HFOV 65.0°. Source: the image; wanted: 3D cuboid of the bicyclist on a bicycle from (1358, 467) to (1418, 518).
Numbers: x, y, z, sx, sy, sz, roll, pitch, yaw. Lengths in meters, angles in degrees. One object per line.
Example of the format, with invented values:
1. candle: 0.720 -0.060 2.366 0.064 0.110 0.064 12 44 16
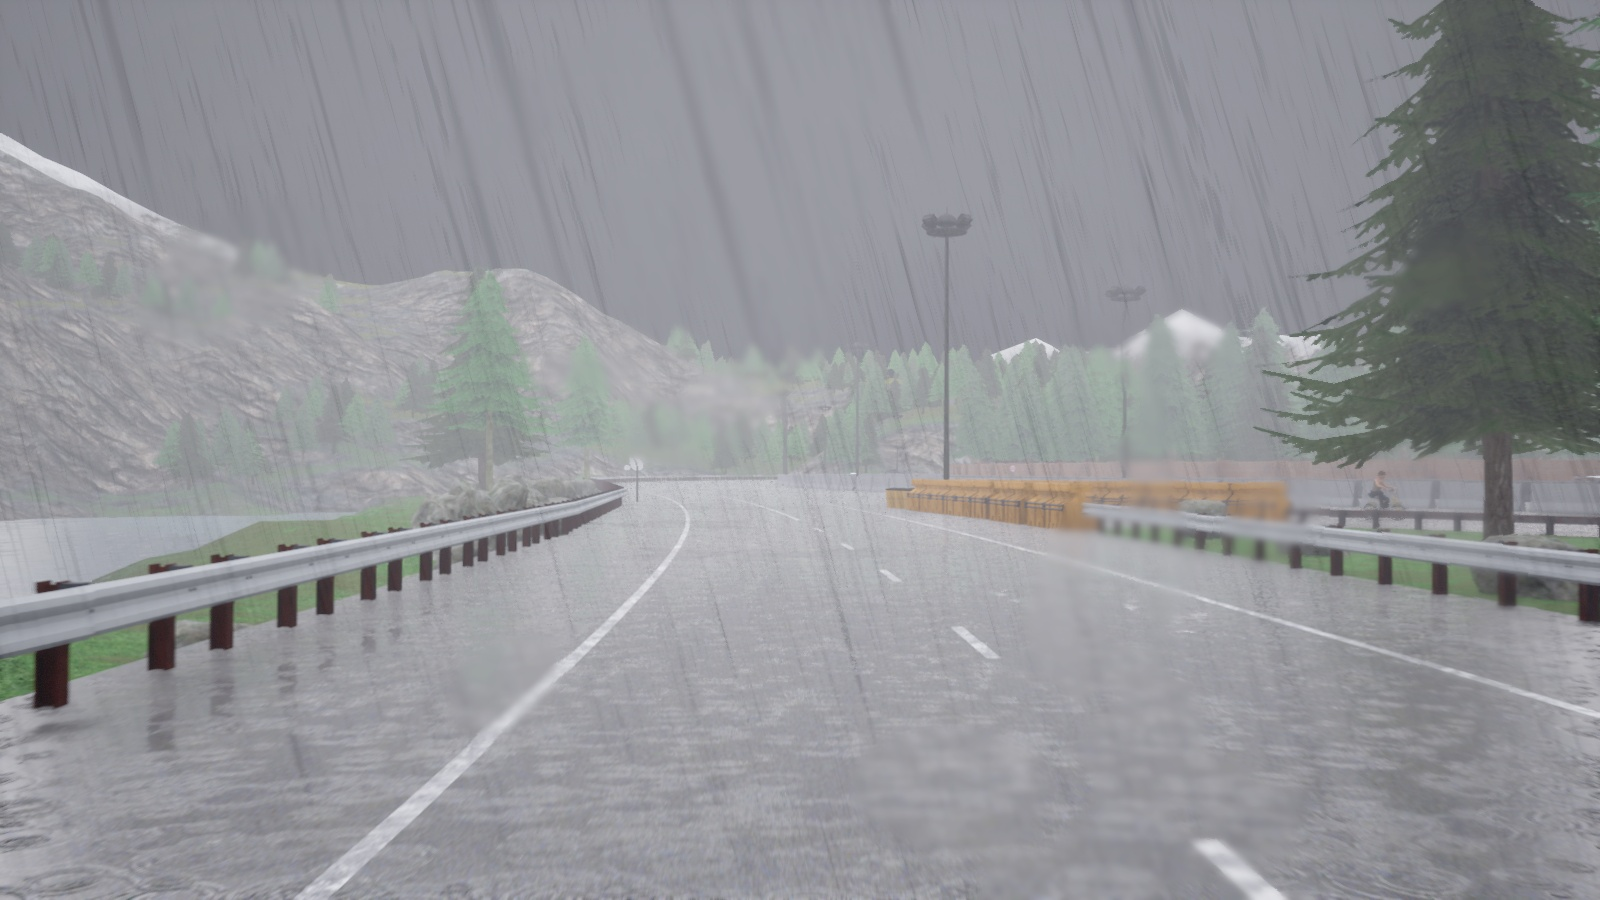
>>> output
1. bicyclist on a bicycle: 18.949 1.352 40.478 0.866 1.612 1.509 1 -1 -38

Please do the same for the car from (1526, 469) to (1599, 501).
1. car: 36.177 1.609 58.285 1.970 1.475 3.806 0 -1 -37
